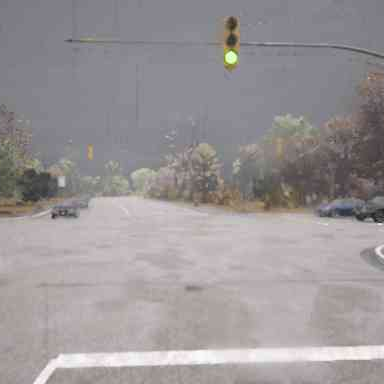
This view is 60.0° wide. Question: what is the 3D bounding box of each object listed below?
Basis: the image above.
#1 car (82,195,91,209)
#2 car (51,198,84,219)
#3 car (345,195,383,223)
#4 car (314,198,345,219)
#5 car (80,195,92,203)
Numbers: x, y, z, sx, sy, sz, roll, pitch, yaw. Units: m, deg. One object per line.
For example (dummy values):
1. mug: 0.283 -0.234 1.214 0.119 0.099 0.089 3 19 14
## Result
1. car: -14.038 1.426 41.753 1.994 1.385 4.181 0 0 -15
2. car: -10.691 1.492 28.405 1.994 1.385 4.181 0 0 -13
3. car: 14.970 1.231 25.241 5.566 2.045 2.150 1 0 -13
4. car: 12.741 1.319 28.326 4.553 1.767 2.097 1 0 -13
5. car: -20.550 1.360 64.567 2.033 1.411 5.357 0 0 -16
